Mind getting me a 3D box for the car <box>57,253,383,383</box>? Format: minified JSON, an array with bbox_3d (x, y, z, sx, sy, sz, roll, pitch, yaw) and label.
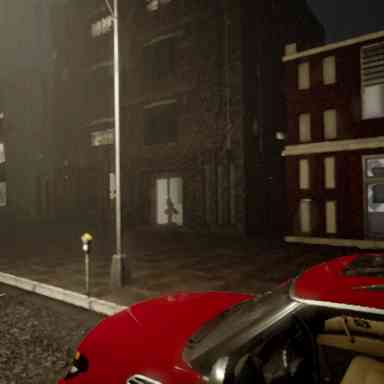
[{"bbox_3d":[1.337,1.315,1.940,5.009,1.841,2.192,0,-1,35],"label":"car"}]
